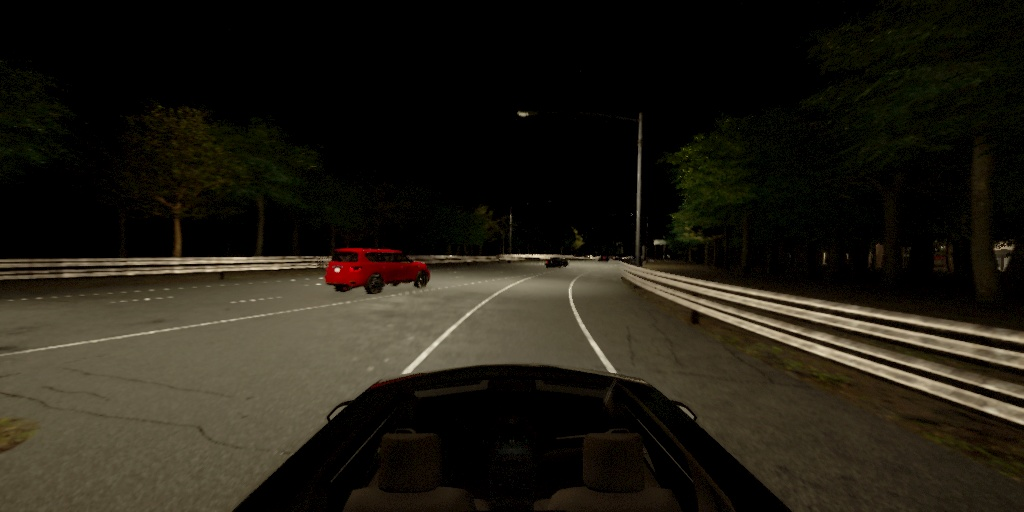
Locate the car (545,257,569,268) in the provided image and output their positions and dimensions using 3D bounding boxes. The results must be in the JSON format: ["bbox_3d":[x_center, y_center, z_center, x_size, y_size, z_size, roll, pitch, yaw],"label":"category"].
[{"bbox_3d":[5.833,0.836,46.326,2.033,1.411,5.357,1,1,23],"label":"car"}]

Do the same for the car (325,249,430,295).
[{"bbox_3d":[-6.390,0.682,17.721,2.150,2.045,5.566,1,1,23],"label":"car"}]
